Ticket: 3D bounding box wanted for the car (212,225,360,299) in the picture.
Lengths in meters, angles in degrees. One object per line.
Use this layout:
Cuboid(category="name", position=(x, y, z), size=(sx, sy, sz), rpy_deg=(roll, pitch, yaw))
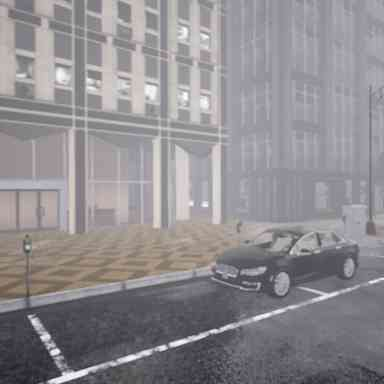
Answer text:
Cuboid(category="car", position=(2.485, 1.555, 8.335), size=(4.403, 1.369, 2.008), rpy_deg=(0, 0, -35))
